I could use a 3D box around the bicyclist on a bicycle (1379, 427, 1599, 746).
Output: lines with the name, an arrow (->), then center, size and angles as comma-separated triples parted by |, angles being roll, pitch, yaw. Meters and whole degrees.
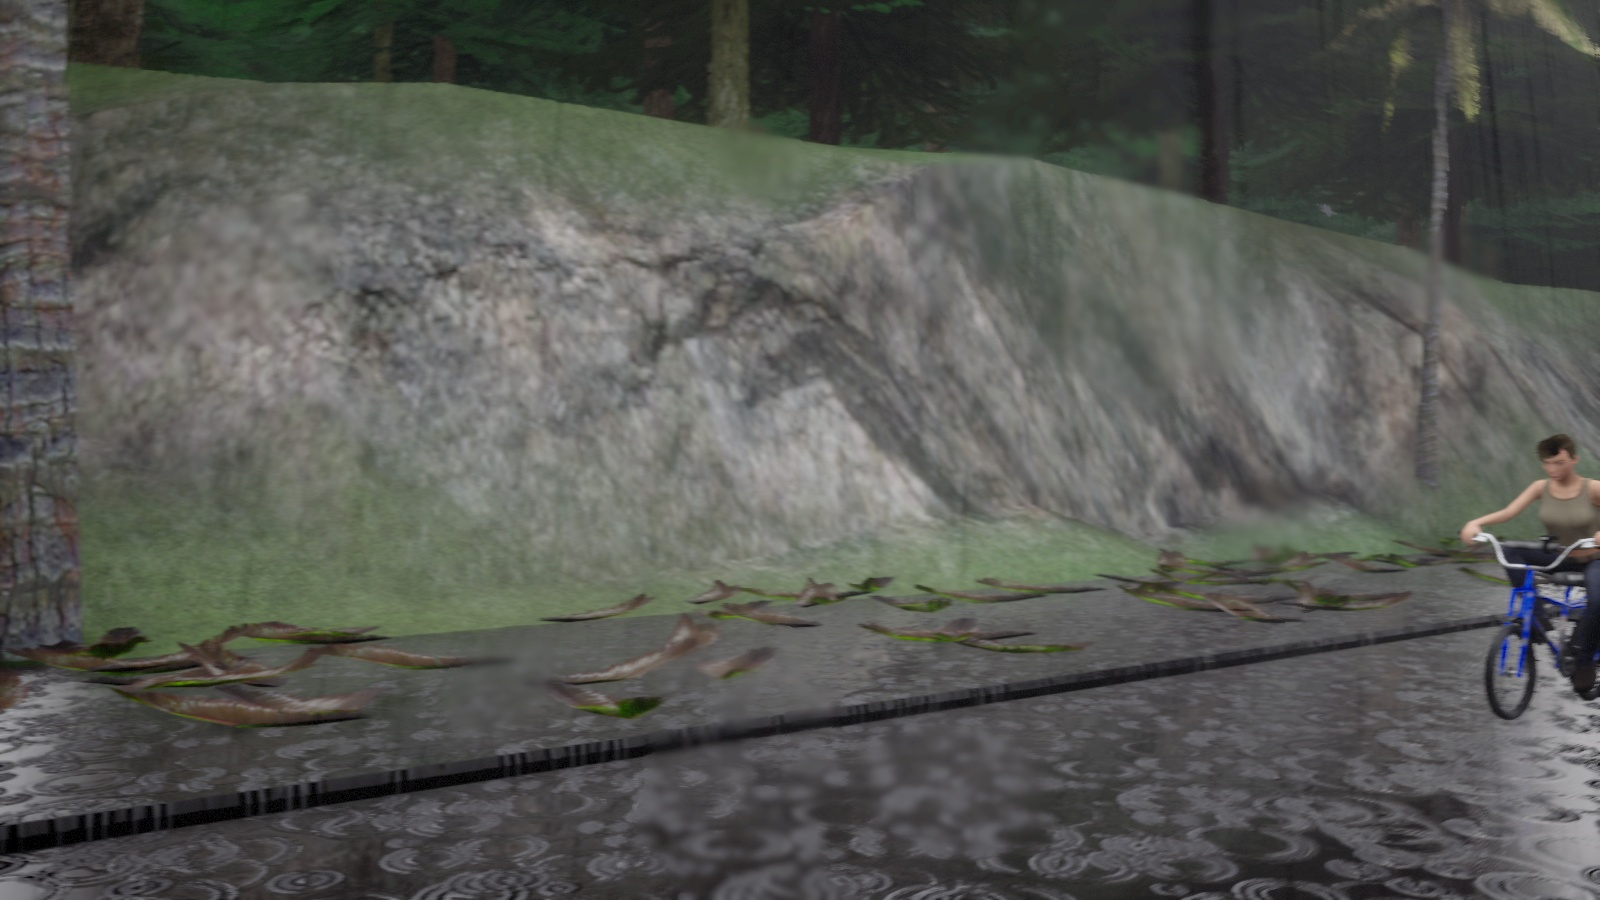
bicyclist on a bicycle -> 4.125, 0.691, 7.133 | 1.509, 1.612, 0.866 | 0, 0, -35
